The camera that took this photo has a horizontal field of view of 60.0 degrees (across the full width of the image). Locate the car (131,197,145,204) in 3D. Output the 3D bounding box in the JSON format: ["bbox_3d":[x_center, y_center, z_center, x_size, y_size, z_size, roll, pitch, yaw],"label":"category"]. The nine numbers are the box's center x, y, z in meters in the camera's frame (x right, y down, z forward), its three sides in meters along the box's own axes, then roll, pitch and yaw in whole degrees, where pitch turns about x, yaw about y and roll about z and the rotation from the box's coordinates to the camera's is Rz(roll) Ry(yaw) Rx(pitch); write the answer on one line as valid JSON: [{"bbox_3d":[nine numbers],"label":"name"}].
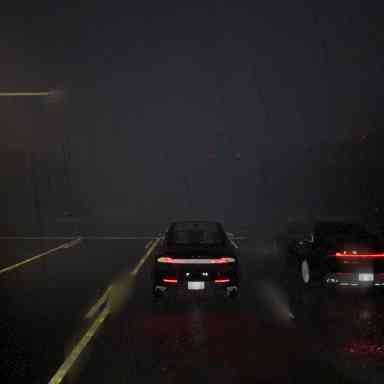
[{"bbox_3d":[-10.379,1.601,63.986,1.895,1.301,4.718,0,0,1],"label":"car"}]

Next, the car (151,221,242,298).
[{"bbox_3d":[0.097,1.492,8.498,2.128,1.511,4.902,0,0,0],"label":"car"}]

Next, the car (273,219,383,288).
[{"bbox_3d":[3.602,1.505,9.261,1.837,1.490,4.892,0,0,1],"label":"car"}]

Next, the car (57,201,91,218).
[{"bbox_3d":[-10.524,1.526,30.134,1.812,1.442,4.674,0,0,0],"label":"car"}]

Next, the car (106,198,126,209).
[{"bbox_3d":[-10.482,1.563,46.169,1.994,1.385,4.181,0,0,0],"label":"car"}]

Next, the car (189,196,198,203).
[{"bbox_3d":[0.270,1.491,66.878,2.128,1.511,4.902,0,0,0],"label":"car"}]

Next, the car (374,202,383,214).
[{"bbox_3d":[18.114,1.061,28.293,4.902,1.511,2.128,-5,0,0],"label":"car"}]
